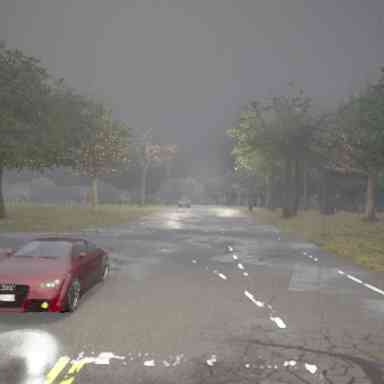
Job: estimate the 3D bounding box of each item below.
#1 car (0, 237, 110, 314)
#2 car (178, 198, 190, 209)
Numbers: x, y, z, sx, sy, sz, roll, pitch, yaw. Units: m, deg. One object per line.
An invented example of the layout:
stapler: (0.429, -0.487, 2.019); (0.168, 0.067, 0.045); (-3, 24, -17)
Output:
car: (-3.437, 1.850, 8.237); (1.994, 1.385, 4.181); (1, -2, 1)
car: (-1.529, 2.245, 66.122); (2.150, 2.045, 5.566); (1, -1, 2)
